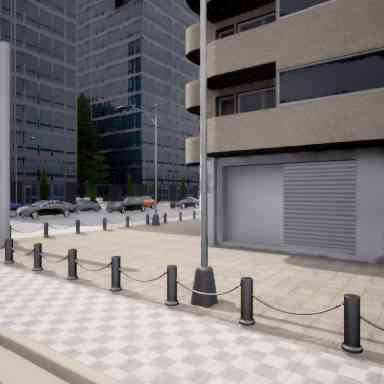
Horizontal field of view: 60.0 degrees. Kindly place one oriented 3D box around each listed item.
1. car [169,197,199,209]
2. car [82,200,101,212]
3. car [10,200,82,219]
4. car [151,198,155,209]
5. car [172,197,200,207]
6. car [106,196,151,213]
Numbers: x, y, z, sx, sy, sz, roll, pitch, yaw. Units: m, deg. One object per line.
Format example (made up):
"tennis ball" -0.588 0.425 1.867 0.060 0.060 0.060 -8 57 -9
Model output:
"car" -0.977 1.449 44.198 1.837 1.490 4.892 0 0 36
"car" -11.722 1.508 35.292 1.994 1.385 4.181 0 0 36
"car" -12.387 1.436 28.395 2.128 1.511 4.902 0 0 36
"car" -6.781 1.297 42.142 2.097 1.767 4.553 0 0 36
"car" -0.818 1.470 50.374 1.812 1.442 4.674 0 0 36
"car" -7.047 1.297 35.798 2.097 1.767 4.553 0 0 36
